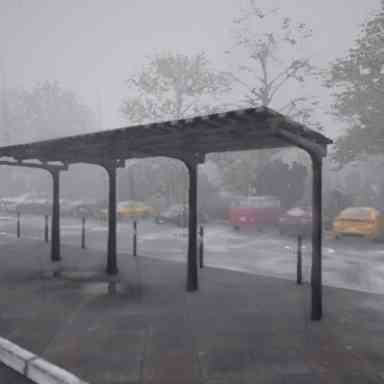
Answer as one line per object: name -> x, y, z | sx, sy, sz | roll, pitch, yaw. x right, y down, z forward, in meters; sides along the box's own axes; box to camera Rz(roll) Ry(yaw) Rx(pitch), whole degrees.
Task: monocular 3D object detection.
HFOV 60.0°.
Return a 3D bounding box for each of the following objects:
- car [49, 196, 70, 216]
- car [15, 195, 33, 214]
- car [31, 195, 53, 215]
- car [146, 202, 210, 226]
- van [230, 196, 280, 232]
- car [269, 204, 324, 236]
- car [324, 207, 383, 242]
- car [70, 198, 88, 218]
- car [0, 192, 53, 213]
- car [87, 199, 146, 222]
car -> -9.607, 1.363, 29.537 | 2.231, 1.521, 4.892 | 0, 0, 35
car -> -14.132, 1.329, 32.754 | 2.097, 1.535, 5.008 | 0, 0, 35
car -> -11.869, 1.345, 31.145 | 2.097, 1.535, 5.008 | 0, 0, 35
car -> -0.580, 1.459, 23.074 | 2.163, 1.488, 4.792 | 0, 0, 35
van -> 4.029, 1.237, 19.976 | 1.878, 1.987, 4.442 | 0, 0, 35
car -> 6.219, 1.520, 18.271 | 2.002, 1.452, 4.674 | 0, 0, 35
car -> 8.482, 1.497, 16.660 | 2.097, 1.535, 5.008 | 0, 0, 35
car -> -7.332, 1.409, 27.948 | 2.163, 1.488, 4.792 | 0, 0, 35
car -> -16.412, 1.061, 34.334 | 2.435, 2.045, 5.566 | 0, 0, 35
car -> -5.195, 1.393, 26.164 | 1.946, 1.575, 5.366 | 0, 0, 35
